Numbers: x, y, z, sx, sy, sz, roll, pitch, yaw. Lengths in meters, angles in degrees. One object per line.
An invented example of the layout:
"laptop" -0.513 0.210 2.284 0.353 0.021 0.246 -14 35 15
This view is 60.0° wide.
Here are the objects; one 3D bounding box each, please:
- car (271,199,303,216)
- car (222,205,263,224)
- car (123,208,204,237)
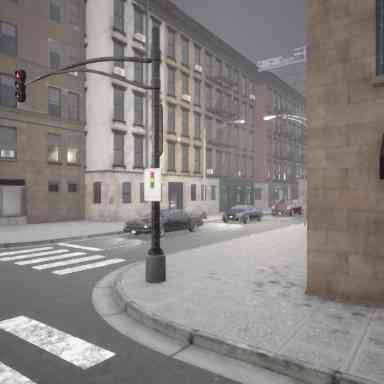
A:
"car" 9.985 1.538 34.785 2.097 1.767 4.553 0 0 35
"car" 4.069 1.696 26.499 1.994 1.385 4.181 0 0 36
"car" -1.383 1.630 18.857 2.033 1.411 5.357 0 0 35
